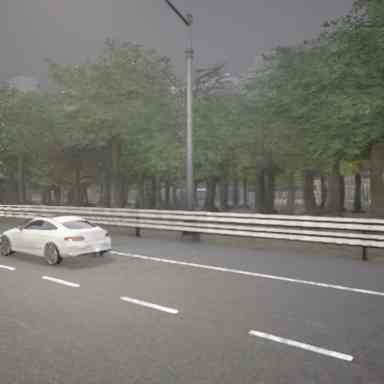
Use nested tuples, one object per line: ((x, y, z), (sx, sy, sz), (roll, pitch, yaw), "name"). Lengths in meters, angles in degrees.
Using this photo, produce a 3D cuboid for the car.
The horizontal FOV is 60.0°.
((-4.803, 1.540, 11.601), (4.674, 1.442, 1.812), (0, 0, 36), "car")
